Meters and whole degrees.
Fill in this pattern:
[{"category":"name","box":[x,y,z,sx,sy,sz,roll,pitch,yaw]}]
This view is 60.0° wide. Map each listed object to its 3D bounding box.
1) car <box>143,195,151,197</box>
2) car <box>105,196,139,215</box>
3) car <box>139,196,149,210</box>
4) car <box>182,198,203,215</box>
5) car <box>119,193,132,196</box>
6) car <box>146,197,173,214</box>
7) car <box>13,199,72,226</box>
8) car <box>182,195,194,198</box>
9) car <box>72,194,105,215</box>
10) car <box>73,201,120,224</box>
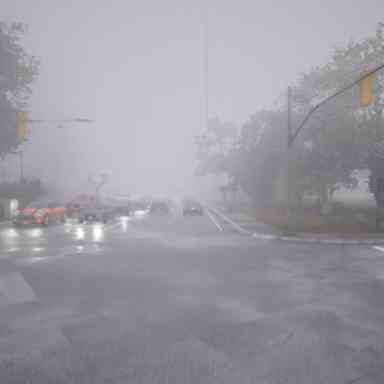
[{"category":"car","box":[-7.421,1.324,54.215,2.097,1.767,4.553,0,0,-3]},{"category":"car","box":[-7.057,1.510,33.954,1.882,1.535,5.008,0,0,0]},{"category":"car","box":[-7.090,1.616,43.978,1.895,1.301,4.718,0,0,-1]},{"category":"car","box":[0.090,1.597,34.347,1.994,1.385,4.181,0,0,0]},{"category":"car","box":[-10.910,1.194,53.913,2.150,2.045,5.566,0,0,-3]},{"category":"car","box":[-3.417,1.536,35.840,1.837,1.490,4.892,0,0,0]},{"category":"car","box":[-10.614,1.380,23.532,2.097,1.767,4.553,0,0,1]},{"category":"car","box":[-0.740,1.295,59.797,2.097,1.767,4.553,0,0,-4]},{"category":"car","box":[-10.554,1.255,33.117,2.150,2.045,5.566,0,0,0]},{"category":"car","box":[-7.087,1.594,25.144,1.994,1.385,4.181,0,0,0]}]
